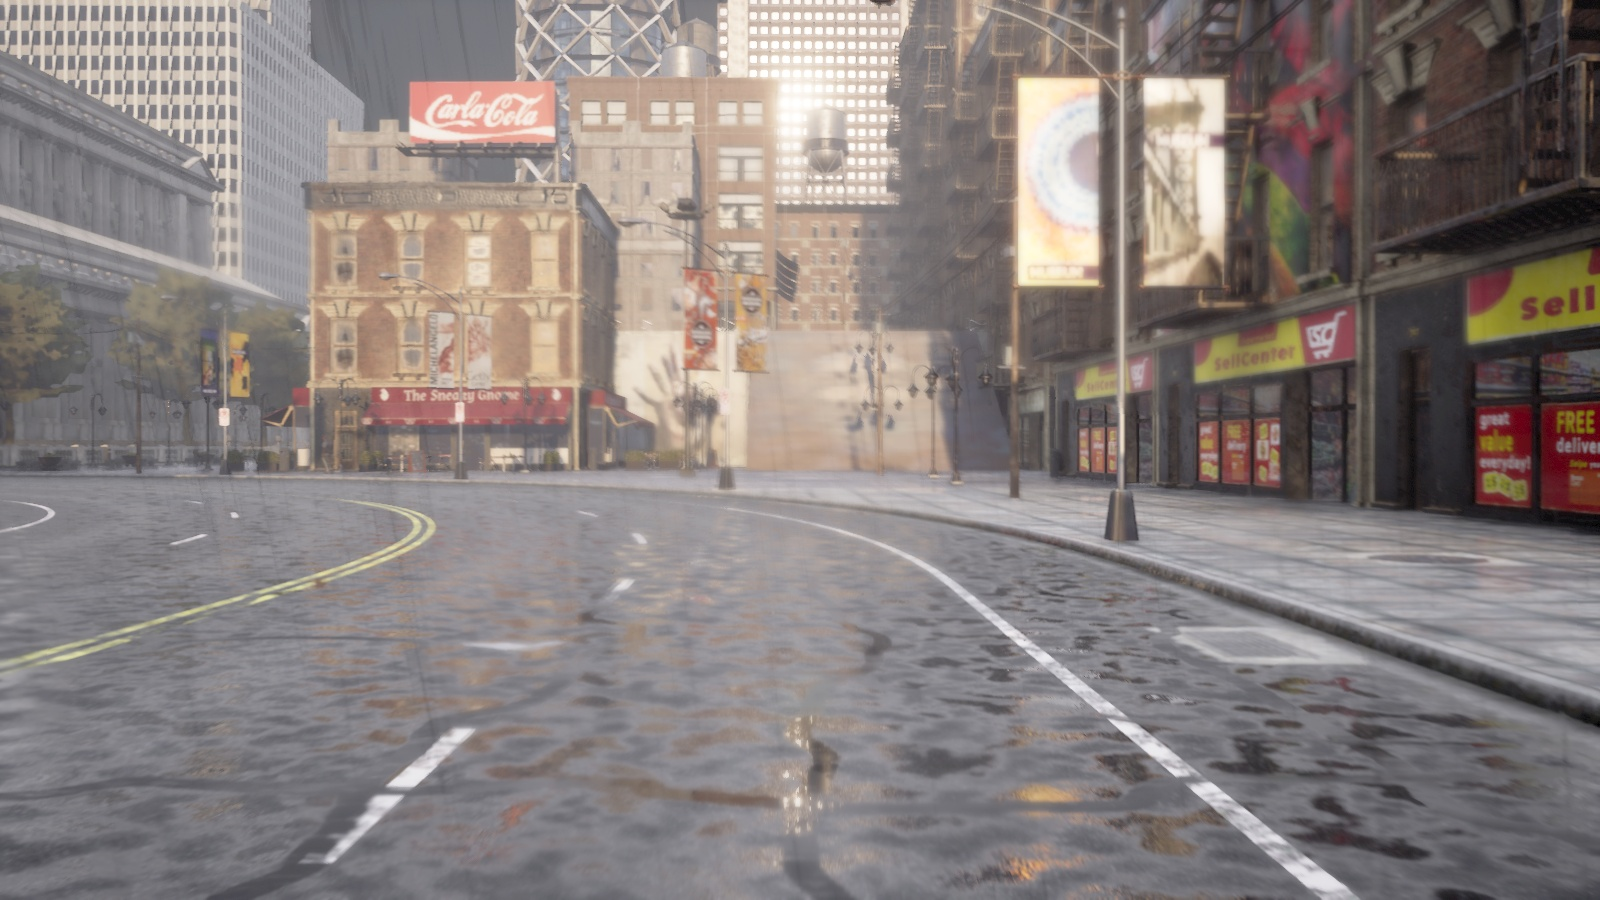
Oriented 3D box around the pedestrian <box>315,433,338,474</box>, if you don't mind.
[{"bbox_3d":[-21.953,0.152,58.200,0.849,1.883,0.563,0,0,16],"label":"pedestrian"}]
